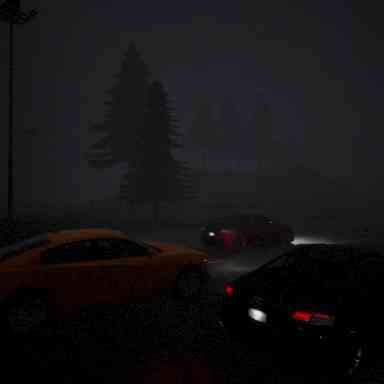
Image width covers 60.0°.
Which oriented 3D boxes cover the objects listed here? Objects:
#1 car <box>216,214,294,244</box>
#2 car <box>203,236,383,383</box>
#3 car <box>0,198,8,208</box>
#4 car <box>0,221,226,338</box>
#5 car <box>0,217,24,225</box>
[{"bbox_3d":[2.384,1.610,14.049,4.181,1.385,1.994,0,0,-36],"label":"car"},{"bbox_3d":[2.483,1.588,5.519,4.181,1.385,1.994,0,0,-36],"label":"car"},{"bbox_3d":[-27.877,1.542,46.816,4.674,1.442,1.812,0,-1,22],"label":"car"},{"bbox_3d":[-1.896,1.488,6.695,5.008,1.535,1.882,0,0,-36],"label":"car"},{"bbox_3d":[-6.767,1.569,11.816,4.181,1.385,1.994,0,0,-36],"label":"car"}]
